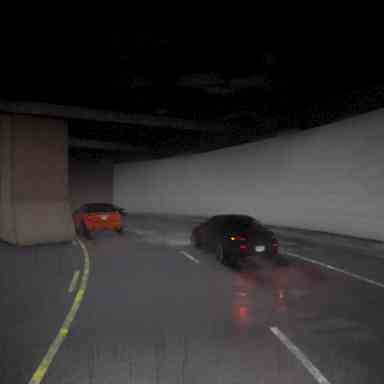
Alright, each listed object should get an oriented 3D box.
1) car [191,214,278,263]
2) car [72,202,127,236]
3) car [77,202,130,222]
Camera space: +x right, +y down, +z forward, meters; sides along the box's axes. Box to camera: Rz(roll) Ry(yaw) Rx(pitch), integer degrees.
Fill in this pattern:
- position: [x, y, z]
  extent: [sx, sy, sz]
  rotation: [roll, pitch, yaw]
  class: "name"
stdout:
- position: [1.370, 1.509, 12.025]
  extent: [1.812, 1.442, 4.674]
  rotation: [0, 0, -16]
  class: "car"
- position: [-5.661, 1.402, 19.370]
  extent: [2.097, 1.767, 4.553]
  rotation: [-1, 0, -29]
  class: "car"
- position: [-7.603, 1.614, 28.192]
  extent: [2.033, 1.411, 5.357]
  rotation: [0, 0, -42]
  class: "car"
